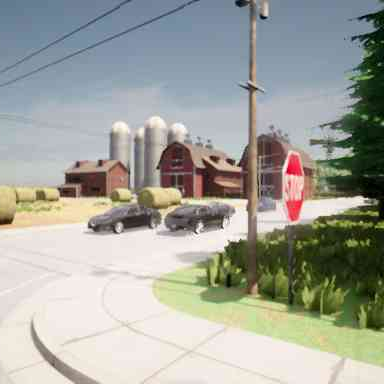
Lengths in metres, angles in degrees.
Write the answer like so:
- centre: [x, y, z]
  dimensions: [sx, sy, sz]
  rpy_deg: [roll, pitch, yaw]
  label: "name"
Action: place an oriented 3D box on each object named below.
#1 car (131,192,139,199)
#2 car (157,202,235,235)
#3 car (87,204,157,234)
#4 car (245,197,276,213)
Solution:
- centre: [-14.645, 0.986, 87.287]
  dimensions: [3.866, 1.878, 1.905]
  rpy_deg: [-2, 6, -10]
  label: "car"
- centre: [0.416, 1.511, 19.251]
  dimensions: [1.837, 1.490, 4.892]
  rpy_deg: [0, 0, 34]
  label: "car"
- centre: [-3.813, 1.502, 19.393]
  dimensions: [1.837, 1.490, 4.892]
  rpy_deg: [0, 0, 33]
  label: "car"
- centre: [7.669, 1.347, 37.056]
  dimensions: [2.097, 1.767, 4.553]
  rpy_deg: [0, 0, 35]
  label: "car"
